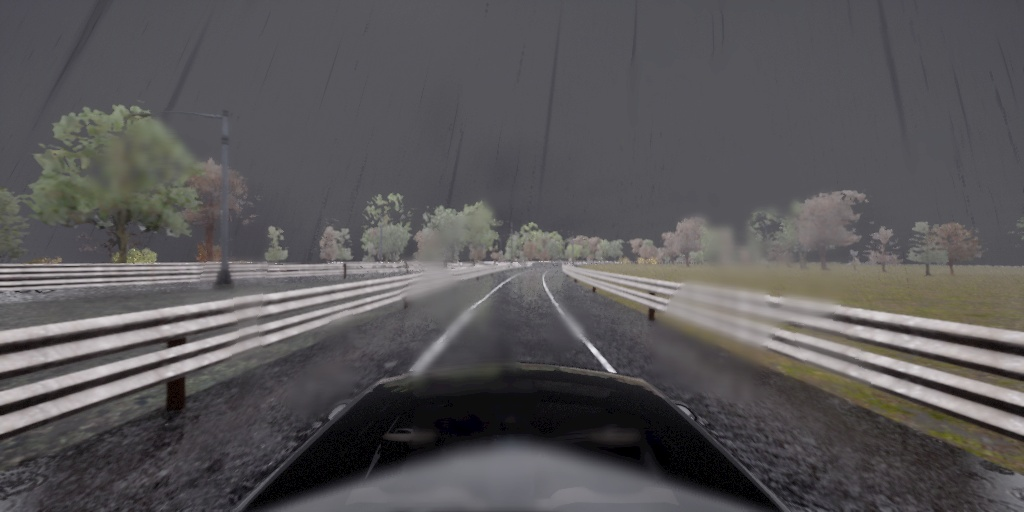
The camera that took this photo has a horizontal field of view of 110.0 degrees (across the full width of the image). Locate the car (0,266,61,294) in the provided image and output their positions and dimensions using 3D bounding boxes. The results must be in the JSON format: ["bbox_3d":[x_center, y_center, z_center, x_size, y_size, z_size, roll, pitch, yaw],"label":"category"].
[{"bbox_3d":[-23.676,1.060,15.989,1.812,1.442,4.674,0,-1,13],"label":"car"}]

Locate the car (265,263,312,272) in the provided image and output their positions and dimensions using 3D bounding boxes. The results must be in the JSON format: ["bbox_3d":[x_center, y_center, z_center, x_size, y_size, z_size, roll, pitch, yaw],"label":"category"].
[{"bbox_3d":[-24.786,1.471,39.928,1.895,1.301,4.718,0,-1,15],"label":"car"}]

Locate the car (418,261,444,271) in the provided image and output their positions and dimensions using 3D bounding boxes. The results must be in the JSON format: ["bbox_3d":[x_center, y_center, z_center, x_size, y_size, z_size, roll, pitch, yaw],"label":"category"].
[{"bbox_3d":[-12.572,1.700,57.214,1.895,1.301,4.718,0,-1,16],"label":"car"}]
